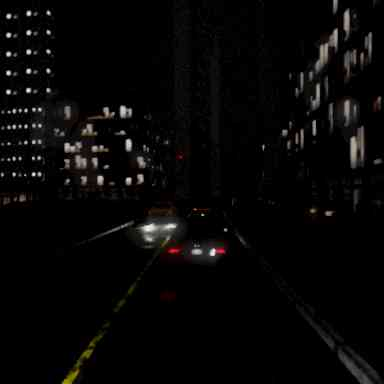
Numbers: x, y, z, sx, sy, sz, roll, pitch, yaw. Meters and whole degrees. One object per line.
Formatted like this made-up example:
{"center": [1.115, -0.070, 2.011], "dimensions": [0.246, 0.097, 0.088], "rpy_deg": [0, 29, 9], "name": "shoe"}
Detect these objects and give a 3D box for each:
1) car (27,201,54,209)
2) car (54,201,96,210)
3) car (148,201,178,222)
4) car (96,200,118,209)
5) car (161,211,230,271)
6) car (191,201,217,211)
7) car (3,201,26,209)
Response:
{"center": [-25.265, 2.190, 56.665], "dimensions": [4.313, 1.339, 1.947], "rpy_deg": [-1, 0, 13], "name": "car"}
{"center": [-16.130, 1.916, 46.020], "dimensions": [4.403, 1.369, 2.008], "rpy_deg": [-1, 0, 13], "name": "car"}
{"center": [-2.243, 1.544, 26.769], "dimensions": [1.882, 1.535, 5.008], "rpy_deg": [0, 0, 4], "name": "car"}
{"center": [-14.290, 1.972, 54.196], "dimensions": [4.403, 1.369, 2.008], "rpy_deg": [-1, 0, 13], "name": "car"}
{"center": [0.219, 1.578, 10.980], "dimensions": [2.033, 1.411, 5.357], "rpy_deg": [0, 0, 2], "name": "car"}
{"center": [1.011, 1.573, 28.538], "dimensions": [1.837, 1.490, 4.892], "rpy_deg": [0, -1, 4], "name": "car"}
{"center": [-30.752, 2.293, 57.900], "dimensions": [4.313, 1.339, 1.947], "rpy_deg": [-1, 0, 13], "name": "car"}
